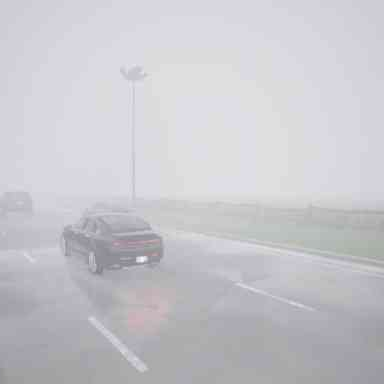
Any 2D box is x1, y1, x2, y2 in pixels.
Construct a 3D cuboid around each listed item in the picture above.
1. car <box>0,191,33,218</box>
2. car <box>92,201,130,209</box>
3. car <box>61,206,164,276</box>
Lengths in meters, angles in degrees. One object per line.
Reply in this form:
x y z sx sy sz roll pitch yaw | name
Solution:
-14.543 0.961 27.265 2.150 2.045 5.566 0 1 -35 | car
-5.069 1.313 19.843 1.837 1.490 4.892 0 0 -35 | car
-2.634 1.406 10.262 1.837 1.490 4.892 0 1 -35 | car
